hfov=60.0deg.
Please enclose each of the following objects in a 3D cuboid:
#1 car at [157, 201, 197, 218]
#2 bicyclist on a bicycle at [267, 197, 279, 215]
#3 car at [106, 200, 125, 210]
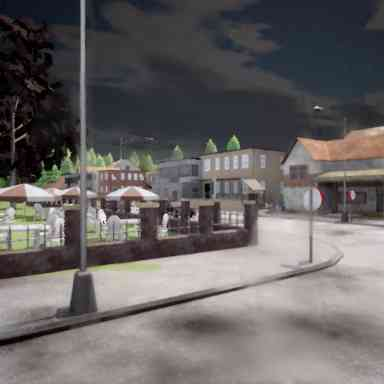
[{"bbox_3d":[-1.725,1.542,30.177,2.033,1.411,5.357,0,0,-35],"label":"car"},{"bbox_3d":[7.647,1.341,31.487,1.656,1.620,0.582,0,0,-35],"label":"bicyclist on a bicycle"},{"bbox_3d":[-9.384,1.348,40.983,2.097,1.767,4.553,0,0,-35],"label":"car"}]
